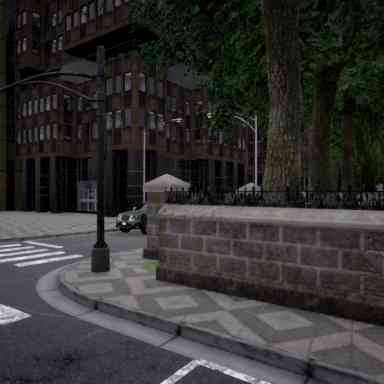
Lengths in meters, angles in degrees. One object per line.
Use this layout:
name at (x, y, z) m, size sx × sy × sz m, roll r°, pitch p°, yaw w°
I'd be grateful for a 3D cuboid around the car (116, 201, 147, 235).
car at (-2.441, 1.584, 22.039) m, size 2.150 × 2.045 × 5.566 m, roll 0°, pitch -1°, yaw 35°
